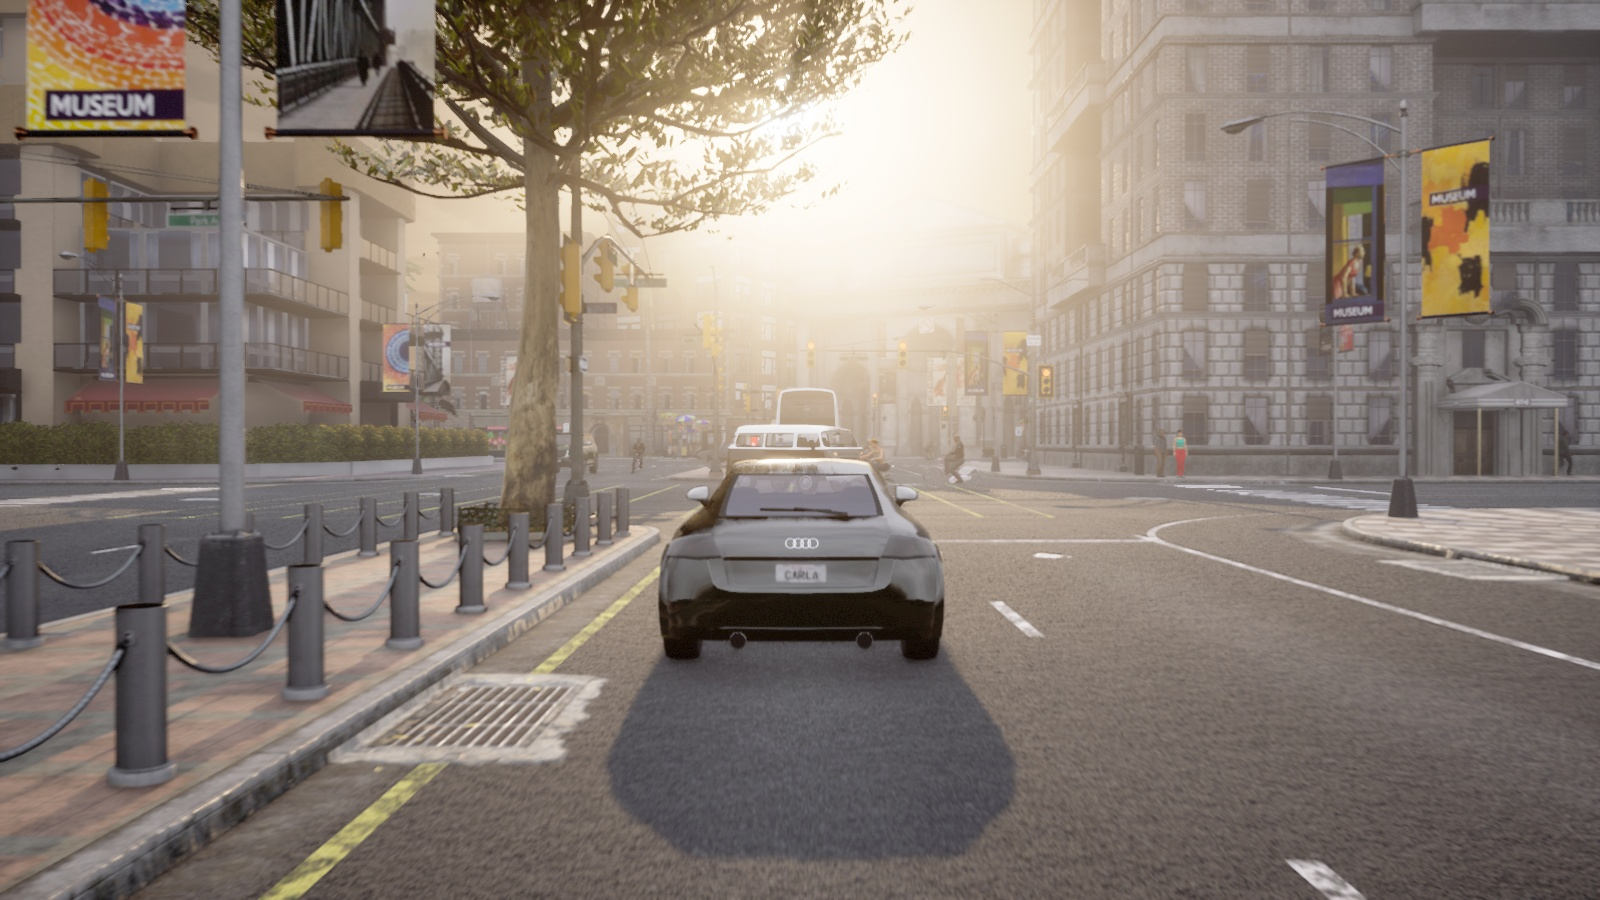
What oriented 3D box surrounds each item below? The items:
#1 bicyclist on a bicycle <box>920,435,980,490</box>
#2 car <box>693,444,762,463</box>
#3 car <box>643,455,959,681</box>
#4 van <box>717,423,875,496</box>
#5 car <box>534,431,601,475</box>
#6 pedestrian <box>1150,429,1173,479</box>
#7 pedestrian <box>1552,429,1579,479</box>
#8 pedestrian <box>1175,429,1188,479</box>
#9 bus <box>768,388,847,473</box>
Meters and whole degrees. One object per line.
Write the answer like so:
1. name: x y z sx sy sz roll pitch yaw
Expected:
1. bicyclist on a bicycle: 4.819 0.394 40.371 1.843 1.776 0.659 0 0 0
2. car: -5.499 0.258 94.378 5.357 1.411 2.033 0 0 43
3. car: 0.015 0.754 10.027 1.994 1.385 4.181 0 0 0
4. van: -0.167 0.260 37.287 4.480 2.038 2.069 0 0 42
5. car: -11.140 0.115 60.540 2.150 2.045 5.566 0 0 0
6. pedestrian: 13.523 0.149 46.991 0.540 1.848 0.694 0 0 -21
7. pedestrian: 29.908 0.151 49.049 0.788 1.949 0.423 0 0 4
8. pedestrian: 14.177 0.152 46.671 0.345 1.836 0.594 0 0 5
9. bus: 0.403 -1.012 67.795 3.944 4.253 10.273 0 0 0
